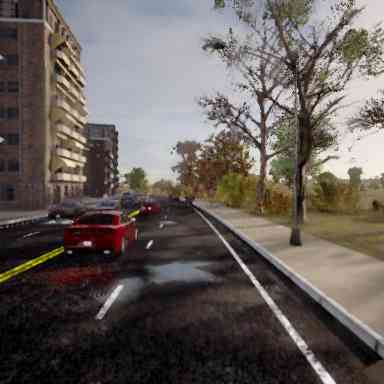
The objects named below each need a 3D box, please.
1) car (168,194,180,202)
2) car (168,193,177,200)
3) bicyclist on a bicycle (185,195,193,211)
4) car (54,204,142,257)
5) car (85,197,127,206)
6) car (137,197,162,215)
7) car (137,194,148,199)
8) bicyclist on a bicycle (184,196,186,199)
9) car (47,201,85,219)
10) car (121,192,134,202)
[{"bbox_3d":[-3.627,1.323,69.930,2.033,1.411,5.357,0,0,-6],"label":"car"},{"bbox_3d":[-4.773,1.149,80.527,1.882,1.535,5.008,0,0,-7],"label":"car"},{"bbox_3d":[-0.137,1.342,36.626,0.582,1.620,1.656,0,0,-3],"label":"bicyclist on a bicycle"},{"bbox_3d":[-3.307,1.443,12.835,1.882,1.535,5.008,0,0,-1],"label":"car"},{"bbox_3d":[-7.250,1.469,28.691,2.033,1.411,5.357,0,0,-2],"label":"car"},{"bbox_3d":[-3.988,1.471,32.591,1.994,1.385,4.181,0,0,-3],"label":"car"},{"bbox_3d":[-9.940,1.142,67.745,2.097,1.767,4.553,0,0,-6],"label":"car"},{"bbox_3d":[-0.746,1.229,46.536,0.659,1.776,1.843,0,0,-4],"label":"bicyclist on a bicycle"},{"bbox_3d":[-10.493,1.473,28.444,2.033,1.411,5.357,0,0,-2],"label":"car"},{"bbox_3d":[-13.324,1.015,68.916,2.150,2.045,5.566,0,0,-6],"label":"car"}]
